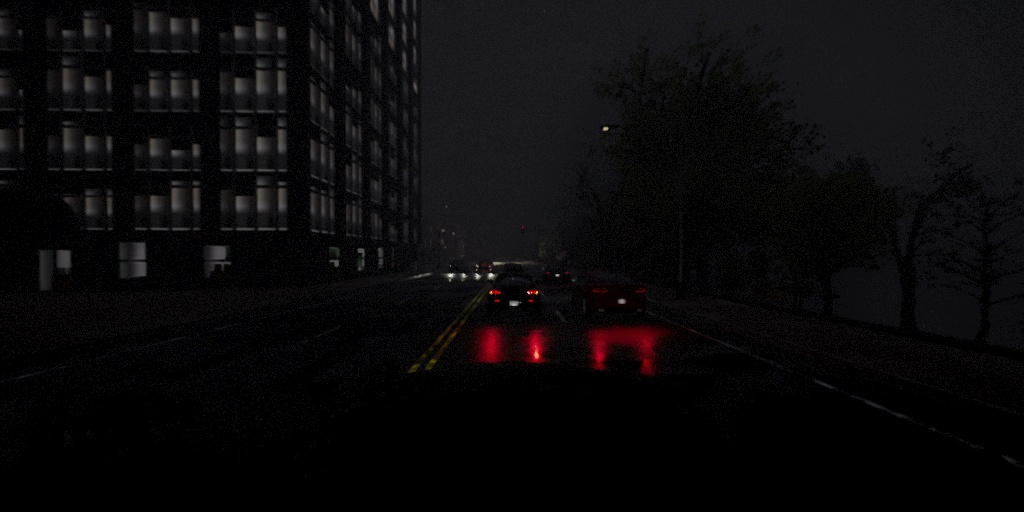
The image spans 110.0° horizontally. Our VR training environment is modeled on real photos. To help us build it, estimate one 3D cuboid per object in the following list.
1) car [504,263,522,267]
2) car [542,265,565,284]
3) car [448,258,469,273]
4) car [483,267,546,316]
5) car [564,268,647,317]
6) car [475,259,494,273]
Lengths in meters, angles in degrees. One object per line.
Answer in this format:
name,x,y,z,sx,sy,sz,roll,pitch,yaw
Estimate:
car,0.067,1.310,27.760,1.837,1.490,4.892,0,0,0
car,3.320,1.368,28.026,1.994,1.385,4.181,0,0,0
car,-6.575,1.189,44.296,2.097,1.767,4.553,0,0,0
car,0.072,1.300,13.325,1.812,1.442,4.674,0,0,0
car,3.322,1.252,13.249,1.882,1.535,5.008,0,-1,1
car,-3.325,1.190,44.286,2.097,1.767,4.553,0,0,0
